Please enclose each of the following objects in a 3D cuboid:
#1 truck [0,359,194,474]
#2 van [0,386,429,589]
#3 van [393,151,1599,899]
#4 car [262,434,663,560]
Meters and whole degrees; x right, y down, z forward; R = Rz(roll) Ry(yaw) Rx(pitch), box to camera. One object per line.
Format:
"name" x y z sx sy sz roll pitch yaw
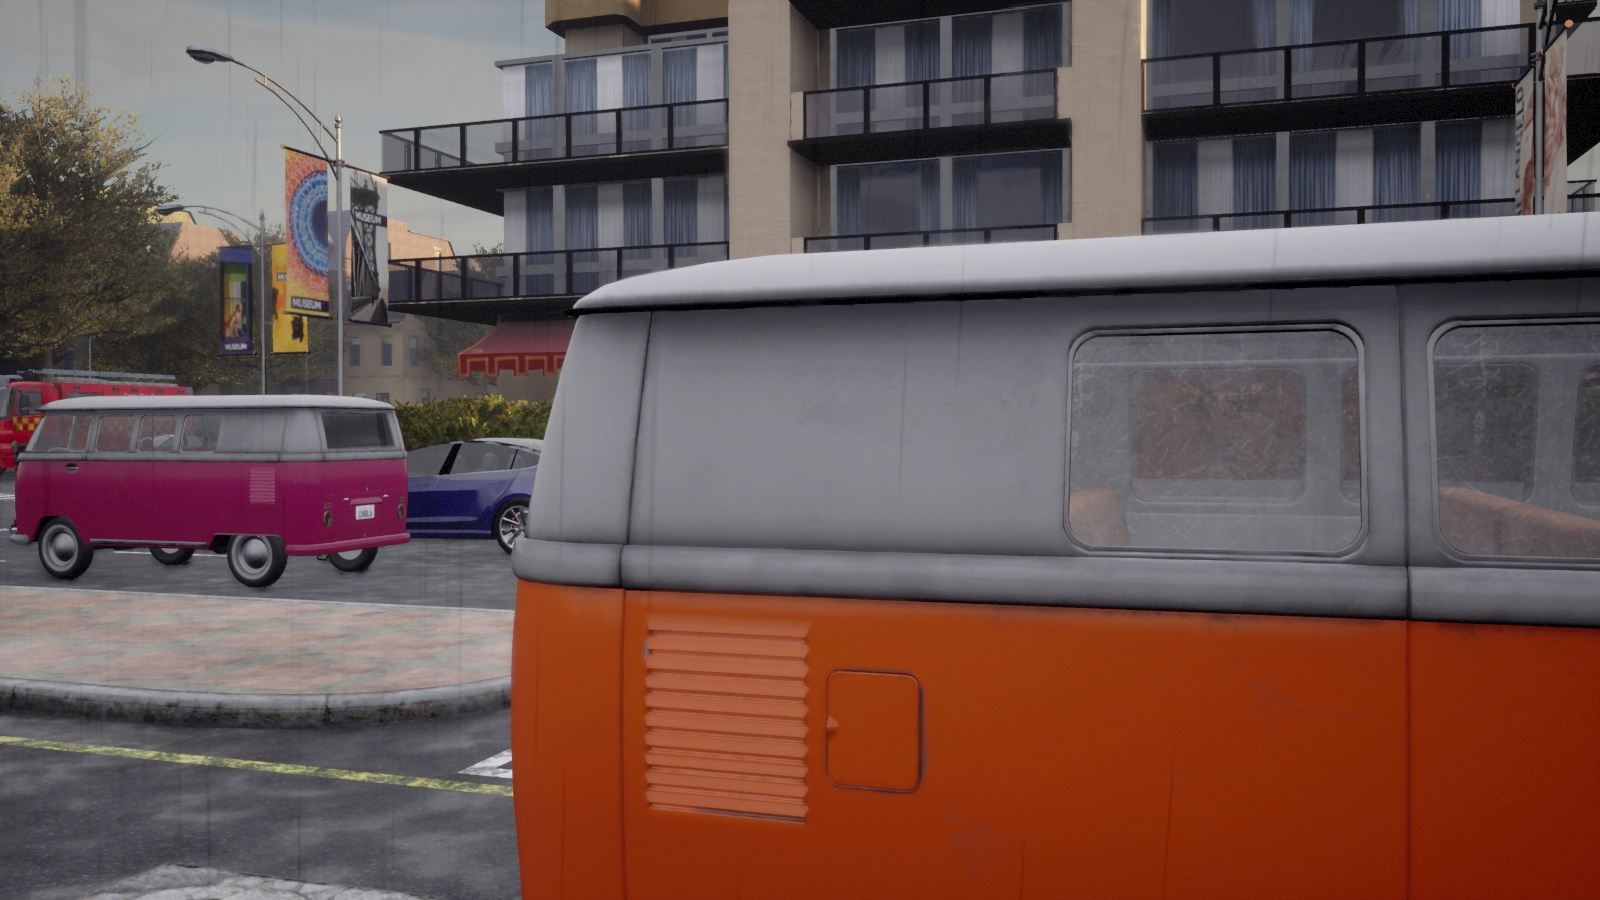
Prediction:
"truck" -26.770 -1.180 46.298 2.891 3.827 8.468 1 1 18
"van" -6.511 0.334 13.820 4.442 1.987 1.775 1 1 19
"van" 1.570 0.543 2.661 4.442 1.987 1.775 1 1 19
"car" -4.484 0.540 16.834 4.792 1.488 2.163 1 1 19
